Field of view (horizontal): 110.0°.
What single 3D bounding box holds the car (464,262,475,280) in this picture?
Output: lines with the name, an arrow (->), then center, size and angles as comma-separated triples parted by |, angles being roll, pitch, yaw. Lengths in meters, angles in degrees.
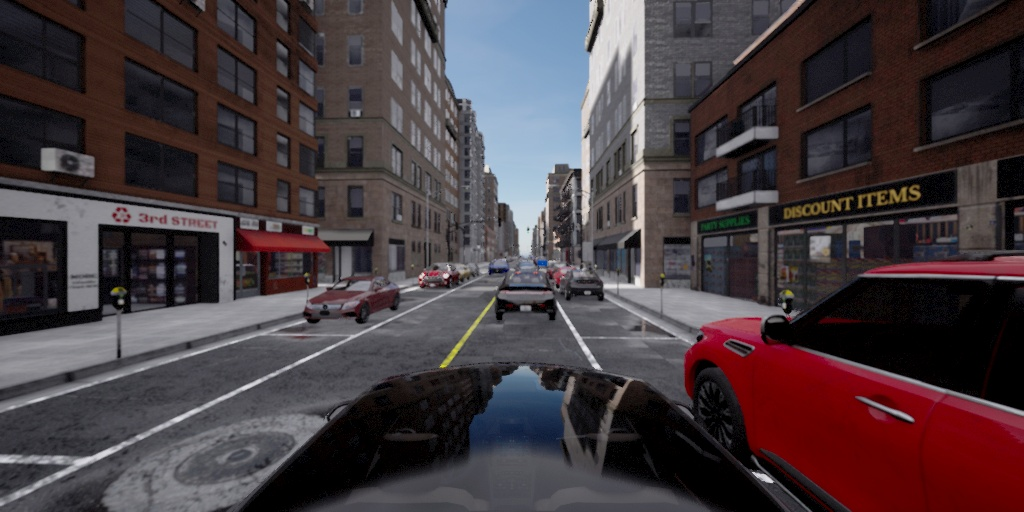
car -> -4.333, 1.243, 28.249 | 1.751, 1.417, 4.829 | 0, 0, 2

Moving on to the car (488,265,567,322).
car -> 0.484, 1.227, 12.265 | 2.128, 1.511, 4.902 | 0, 0, 3

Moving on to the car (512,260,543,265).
car -> 1.044, 1.247, 25.474 | 1.812, 1.442, 4.674 | 0, 0, 2

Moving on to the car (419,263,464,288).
car -> -4.559, 1.164, 22.906 | 1.967, 1.591, 4.097 | 0, 0, 2

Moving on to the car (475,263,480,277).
car -> -4.094, 1.261, 33.932 | 2.007, 1.370, 4.403 | 0, 0, 2

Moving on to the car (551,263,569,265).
car -> 3.460, 1.307, 22.575 | 1.802, 1.307, 4.207 | 0, 0, 2

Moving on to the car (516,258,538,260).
car -> 1.327, 1.236, 34.528 | 1.812, 1.442, 4.674 | 0, 0, 2

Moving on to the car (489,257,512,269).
car -> -1.314, 1.188, 37.299 | 1.882, 1.535, 5.008 | 0, 0, 3

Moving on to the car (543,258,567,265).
car -> 3.692, 1.158, 28.089 | 1.967, 1.591, 4.097 | 0, 0, 2

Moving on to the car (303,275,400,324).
car -> -5.024, 1.320, 11.878 | 1.802, 1.307, 4.207 | 0, 0, 2

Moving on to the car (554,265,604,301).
car -> 3.227, 1.282, 17.061 | 2.007, 1.370, 4.403 | 0, 0, 2

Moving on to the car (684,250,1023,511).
car -> 2.922, 0.978, 1.675 | 2.150, 2.045, 5.566 | 0, 0, 2

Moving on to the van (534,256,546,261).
van -> 5.066, 1.018, 60.660 | 1.690, 1.789, 3.998 | 0, 0, 2
